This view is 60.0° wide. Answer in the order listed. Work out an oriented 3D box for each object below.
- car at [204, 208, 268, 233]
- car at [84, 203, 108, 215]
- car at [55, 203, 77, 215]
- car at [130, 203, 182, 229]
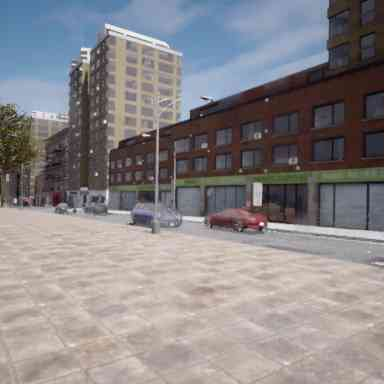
[{"bbox_3d":[2.685,1.712,21.004,1.812,1.442,4.674,1,-1,-35],"label":"car"},{"bbox_3d":[-12.157,2.074,41.970,2.128,1.511,4.902,1,-2,-35],"label":"car"},{"bbox_3d":[-16.312,2.110,42.879,1.812,1.442,4.674,1,-2,-35],"label":"car"},{"bbox_3d":[-2.594,1.551,23.364,2.097,1.767,4.553,1,-2,-35],"label":"car"}]
